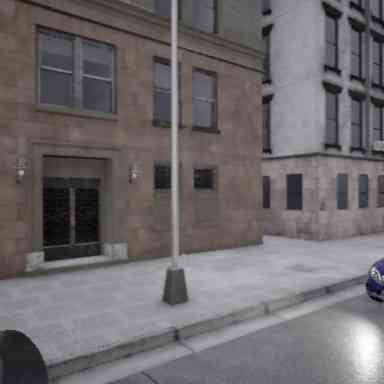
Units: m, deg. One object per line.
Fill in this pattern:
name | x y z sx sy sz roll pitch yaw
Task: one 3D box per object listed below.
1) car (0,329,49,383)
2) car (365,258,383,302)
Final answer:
car | -2.948 1.498 0.955 4.902 1.511 2.128 0 0 -37
car | 5.597 1.528 7.096 4.674 1.442 1.812 0 0 -36
